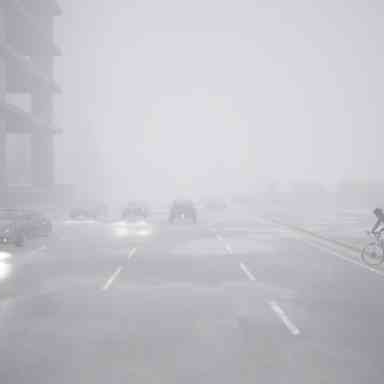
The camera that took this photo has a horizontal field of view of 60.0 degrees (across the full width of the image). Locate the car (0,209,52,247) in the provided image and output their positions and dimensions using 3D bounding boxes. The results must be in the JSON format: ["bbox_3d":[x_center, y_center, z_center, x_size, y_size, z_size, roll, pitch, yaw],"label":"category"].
[{"bbox_3d":[-7.534,1.421,14.011,1.994,1.385,4.181,0,1,-2],"label":"car"}]

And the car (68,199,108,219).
[{"bbox_3d":[-7.932,1.277,26.072,2.033,1.411,5.357,0,1,-2],"label":"car"}]

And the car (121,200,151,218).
[{"bbox_3d":[-4.352,1.337,26.387,1.895,1.301,4.718,0,1,-2],"label":"car"}]

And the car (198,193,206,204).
[{"bbox_3d":[1.937,0.958,49.026,1.882,1.535,5.008,0,0,-1],"label":"car"}]

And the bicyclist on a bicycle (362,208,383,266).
[{"bbox_3d":[5.593,1.257,9.531,1.656,1.620,0.582,-9,1,-2],"label":"bicyclist on a bicycle"}]

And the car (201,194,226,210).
[{"bbox_3d":[2.409,1.187,35.440,1.994,1.385,4.181,0,1,-2],"label":"car"}]

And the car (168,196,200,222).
[{"bbox_3d":[-0.663,1.253,23.815,1.837,1.490,4.892,0,1,-2],"label":"car"}]
